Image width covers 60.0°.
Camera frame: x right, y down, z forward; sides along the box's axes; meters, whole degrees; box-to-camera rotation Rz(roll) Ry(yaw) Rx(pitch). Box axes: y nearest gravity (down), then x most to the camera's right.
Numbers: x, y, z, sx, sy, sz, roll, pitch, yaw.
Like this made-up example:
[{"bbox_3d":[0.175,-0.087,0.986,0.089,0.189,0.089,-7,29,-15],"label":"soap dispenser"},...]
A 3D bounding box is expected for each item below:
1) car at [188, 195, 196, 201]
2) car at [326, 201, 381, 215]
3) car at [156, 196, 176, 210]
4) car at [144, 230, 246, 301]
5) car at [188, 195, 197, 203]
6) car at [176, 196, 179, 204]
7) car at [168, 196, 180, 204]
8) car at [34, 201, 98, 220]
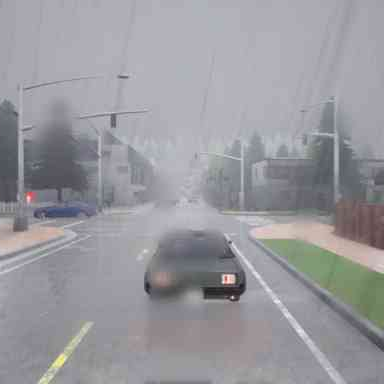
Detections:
[{"bbox_3d":[-0.001,1.478,81.512,1.882,1.535,5.008,0,0,0],"label":"car"},{"bbox_3d":[14.656,1.528,29.204,5.357,1.411,2.033,0,0,-7],"label":"car"},{"bbox_3d":[-3.595,1.477,44.121,1.882,1.535,5.008,0,0,0],"label":"car"},{"bbox_3d":[0.068,1.601,8.245,1.895,1.301,4.718,0,0,0],"label":"car"},{"bbox_3d":[0.092,1.600,68.986,1.895,1.301,4.718,0,0,0],"label":"car"},{"bbox_3d":[-3.590,1.505,54.082,1.837,1.490,4.892,0,0,0],"label":"car"},{"bbox_3d":[-3.540,1.564,65.969,1.994,1.385,4.181,0,0,1],"label":"car"},{"bbox_3d":[-10.362,1.492,27.408,5.008,1.535,1.882,0,0,-2],"label":"car"}]
